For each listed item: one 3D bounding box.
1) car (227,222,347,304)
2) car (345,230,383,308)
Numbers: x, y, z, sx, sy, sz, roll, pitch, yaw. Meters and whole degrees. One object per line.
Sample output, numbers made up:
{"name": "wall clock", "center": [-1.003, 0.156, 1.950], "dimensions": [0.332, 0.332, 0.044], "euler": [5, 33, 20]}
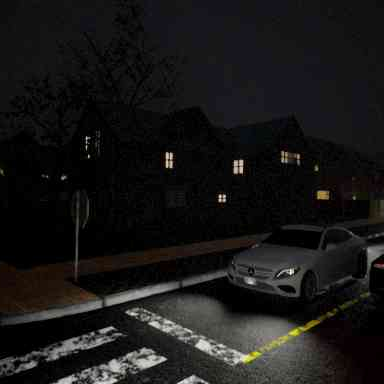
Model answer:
{"name": "car", "center": [2.868, 1.537, 8.377], "dimensions": [4.674, 1.442, 1.812], "euler": [0, 0, -44]}
{"name": "car", "center": [5.306, 1.481, 6.787], "dimensions": [4.902, 1.511, 2.128], "euler": [0, 0, -42]}
